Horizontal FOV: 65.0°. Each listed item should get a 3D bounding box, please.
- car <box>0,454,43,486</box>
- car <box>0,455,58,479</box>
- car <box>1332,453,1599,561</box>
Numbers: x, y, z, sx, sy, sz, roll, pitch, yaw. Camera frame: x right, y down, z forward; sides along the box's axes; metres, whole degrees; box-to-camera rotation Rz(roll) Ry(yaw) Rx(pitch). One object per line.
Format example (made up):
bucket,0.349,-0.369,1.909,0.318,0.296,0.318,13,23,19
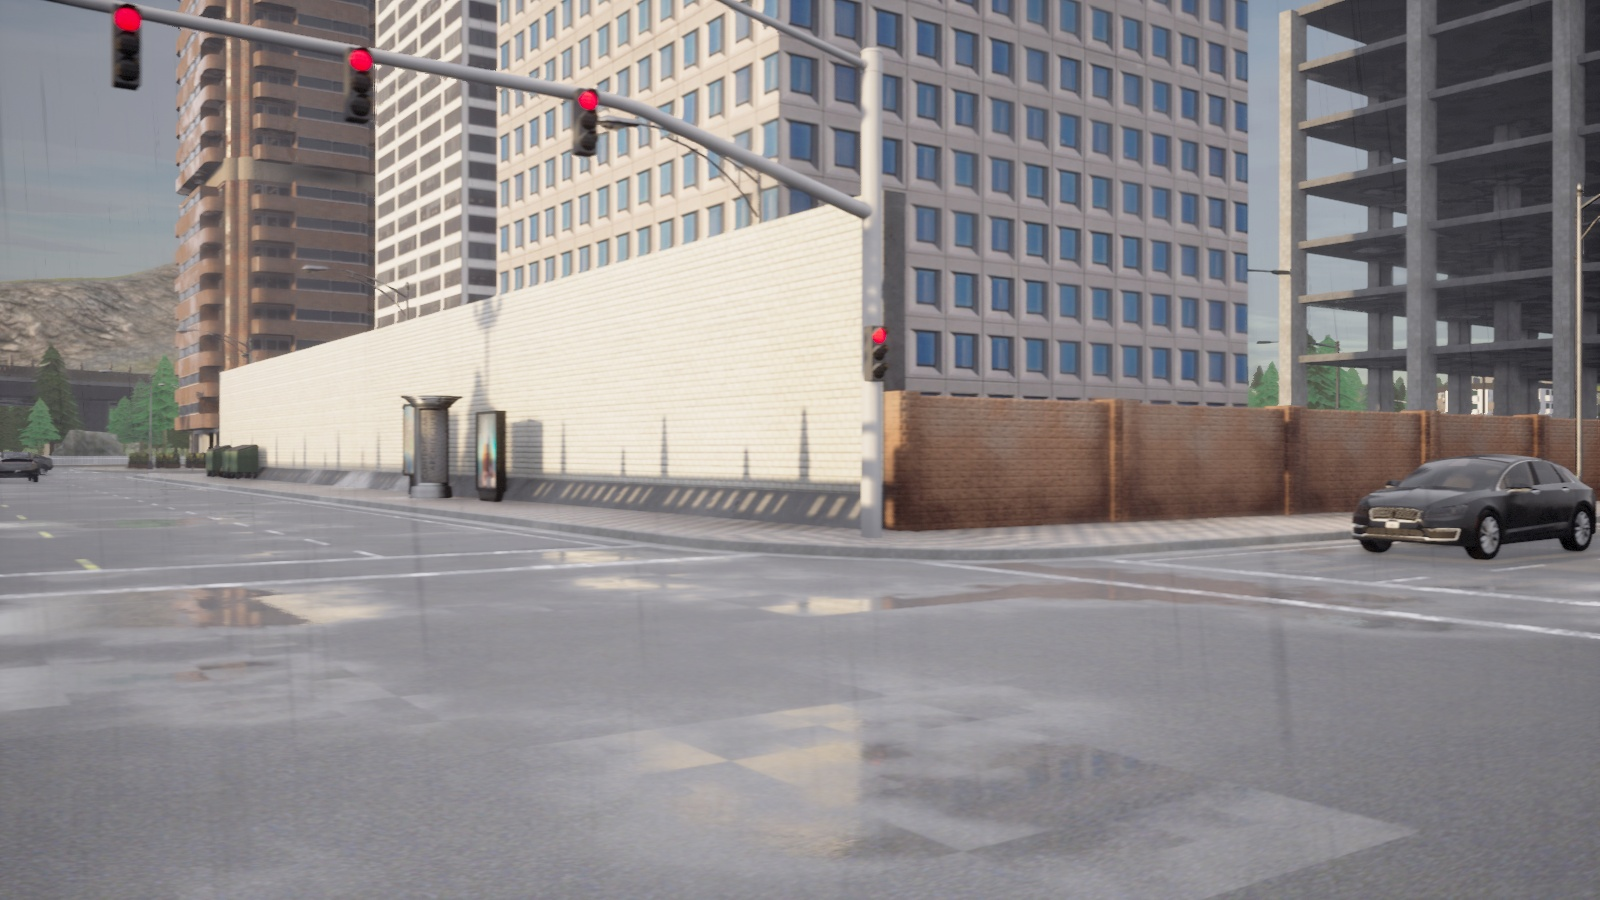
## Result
car,-38.806,0.951,61.999,2.128,1.511,4.902,0,0,-35
car,-49.983,1.066,79.592,2.128,1.511,4.902,0,0,19
car,10.520,0.795,19.511,4.892,1.490,1.837,0,0,-35
